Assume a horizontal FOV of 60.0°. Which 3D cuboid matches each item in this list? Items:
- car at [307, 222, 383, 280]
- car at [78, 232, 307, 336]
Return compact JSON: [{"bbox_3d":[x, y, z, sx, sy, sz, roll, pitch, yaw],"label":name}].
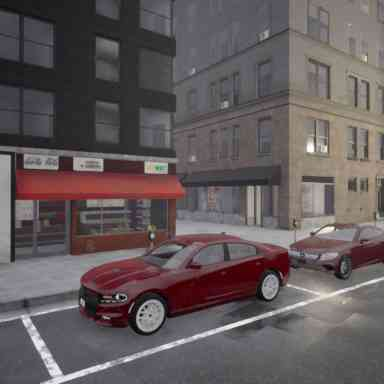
[{"bbox_3d":[4.579,1.576,9.909,4.206,1.307,1.802,0,0,-35],"label":"car"},{"bbox_3d":[0.059,1.545,6.687,4.507,1.381,1.887,0,0,-35],"label":"car"}]
